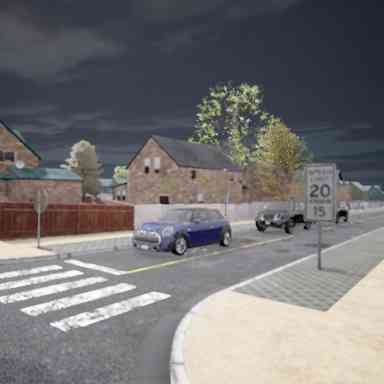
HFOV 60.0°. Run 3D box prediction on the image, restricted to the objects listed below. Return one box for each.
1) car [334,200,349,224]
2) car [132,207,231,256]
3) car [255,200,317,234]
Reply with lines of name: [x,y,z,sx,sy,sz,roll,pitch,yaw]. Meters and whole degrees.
car: [12.832,1.790,30.705,2.150,2.045,5.566,1,-1,38]
car: [-0.292,1.449,13.772,2.097,1.767,4.553,1,-1,39]
car: [6.249,1.552,22.176,2.150,2.045,5.566,1,-1,38]
